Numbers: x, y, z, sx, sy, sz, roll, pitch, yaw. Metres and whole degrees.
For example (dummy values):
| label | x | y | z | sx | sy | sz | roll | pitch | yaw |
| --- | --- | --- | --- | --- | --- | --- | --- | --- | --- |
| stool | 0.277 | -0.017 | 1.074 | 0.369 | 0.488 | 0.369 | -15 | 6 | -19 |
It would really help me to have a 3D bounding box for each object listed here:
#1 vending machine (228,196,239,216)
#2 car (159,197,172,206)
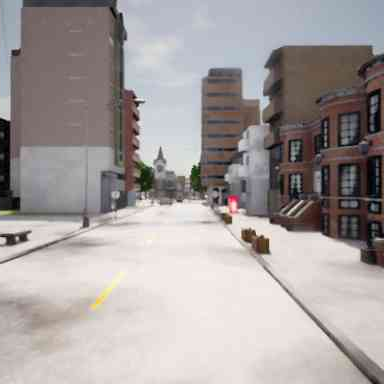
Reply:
| label | x | y | z | sx | sy | sz | roll | pitch | yaw |
| --- | --- | --- | --- | --- | --- | --- | --- | --- | --- |
| vending machine | 4.274 | 1.421 | 34.434 | 1.100 | 2.100 | 0.880 | 0 | 0 | 0 |
| car | -4.255 | 1.573 | 54.377 | 1.994 | 1.385 | 4.181 | 0 | 0 | -3 |
